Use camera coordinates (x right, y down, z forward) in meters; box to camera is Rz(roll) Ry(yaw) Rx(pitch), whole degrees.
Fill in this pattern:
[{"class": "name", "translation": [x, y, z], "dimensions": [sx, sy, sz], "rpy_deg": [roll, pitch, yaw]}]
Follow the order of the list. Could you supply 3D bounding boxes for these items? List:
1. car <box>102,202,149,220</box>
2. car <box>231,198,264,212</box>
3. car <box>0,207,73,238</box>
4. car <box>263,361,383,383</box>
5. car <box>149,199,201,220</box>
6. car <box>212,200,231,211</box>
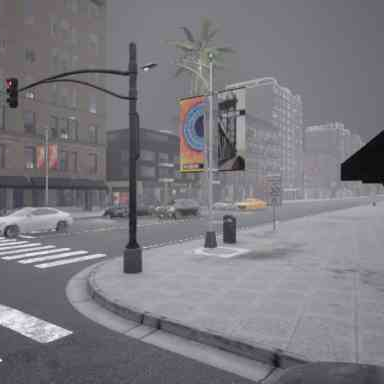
[{"class": "car", "translation": [-5.170, 1.574, 28.893], "dimensions": [2.033, 1.411, 5.357], "rpy_deg": [0, 0, 35]}, {"class": "car", "translation": [7.177, 1.542, 40.749], "dimensions": [1.882, 1.535, 5.008], "rpy_deg": [0, 0, 36]}, {"class": "car", "translation": [-8.720, 1.538, 18.060], "dimensions": [1.812, 1.442, 4.674], "rpy_deg": [0, 0, 32]}, {"class": "car", "translation": [2.187, 1.551, 1.288], "dimensions": [4.403, 1.369, 2.008], "rpy_deg": [0, 0, 35]}, {"class": "car", "translation": [-1.165, 1.387, 28.940], "dimensions": [2.097, 1.767, 4.553], "rpy_deg": [0, 0, 35]}, {"class": "car", "translation": [4.242, 1.660, 42.230], "dimensions": [1.895, 1.301, 4.718], "rpy_deg": [0, 0, 35]}]
